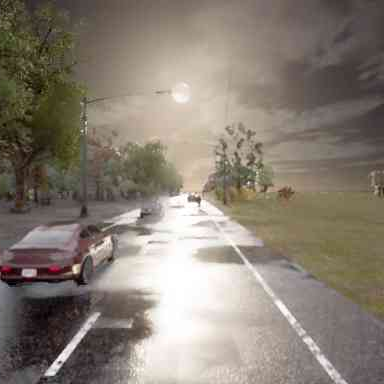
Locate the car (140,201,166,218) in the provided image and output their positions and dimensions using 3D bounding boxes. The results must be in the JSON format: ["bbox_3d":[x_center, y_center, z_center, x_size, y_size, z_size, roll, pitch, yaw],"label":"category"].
[{"bbox_3d":[-3.402,1.525,29.387,2.033,1.411,5.357,0,0,0],"label":"car"}]

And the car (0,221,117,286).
[{"bbox_3d":[-3.401,1.518,9.253,1.812,1.442,4.674,0,0,0],"label":"car"}]

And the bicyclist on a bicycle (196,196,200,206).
[{"bbox_3d":[0.964,1.414,51.984,0.582,1.620,1.656,0,0,0],"label":"bicyclist on a bicycle"}]

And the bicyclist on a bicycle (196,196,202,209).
[{"bbox_3d":[0.965,1.338,43.197,0.659,1.776,1.843,0,0,0],"label":"bicyclist on a bicycle"}]

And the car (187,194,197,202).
[{"bbox_3d":[0.003,1.302,72.490,2.097,1.767,4.553,0,0,0],"label":"car"}]

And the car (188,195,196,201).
[{"bbox_3d":[0.005,1.395,83.608,2.033,1.411,5.357,0,0,0],"label":"car"}]
